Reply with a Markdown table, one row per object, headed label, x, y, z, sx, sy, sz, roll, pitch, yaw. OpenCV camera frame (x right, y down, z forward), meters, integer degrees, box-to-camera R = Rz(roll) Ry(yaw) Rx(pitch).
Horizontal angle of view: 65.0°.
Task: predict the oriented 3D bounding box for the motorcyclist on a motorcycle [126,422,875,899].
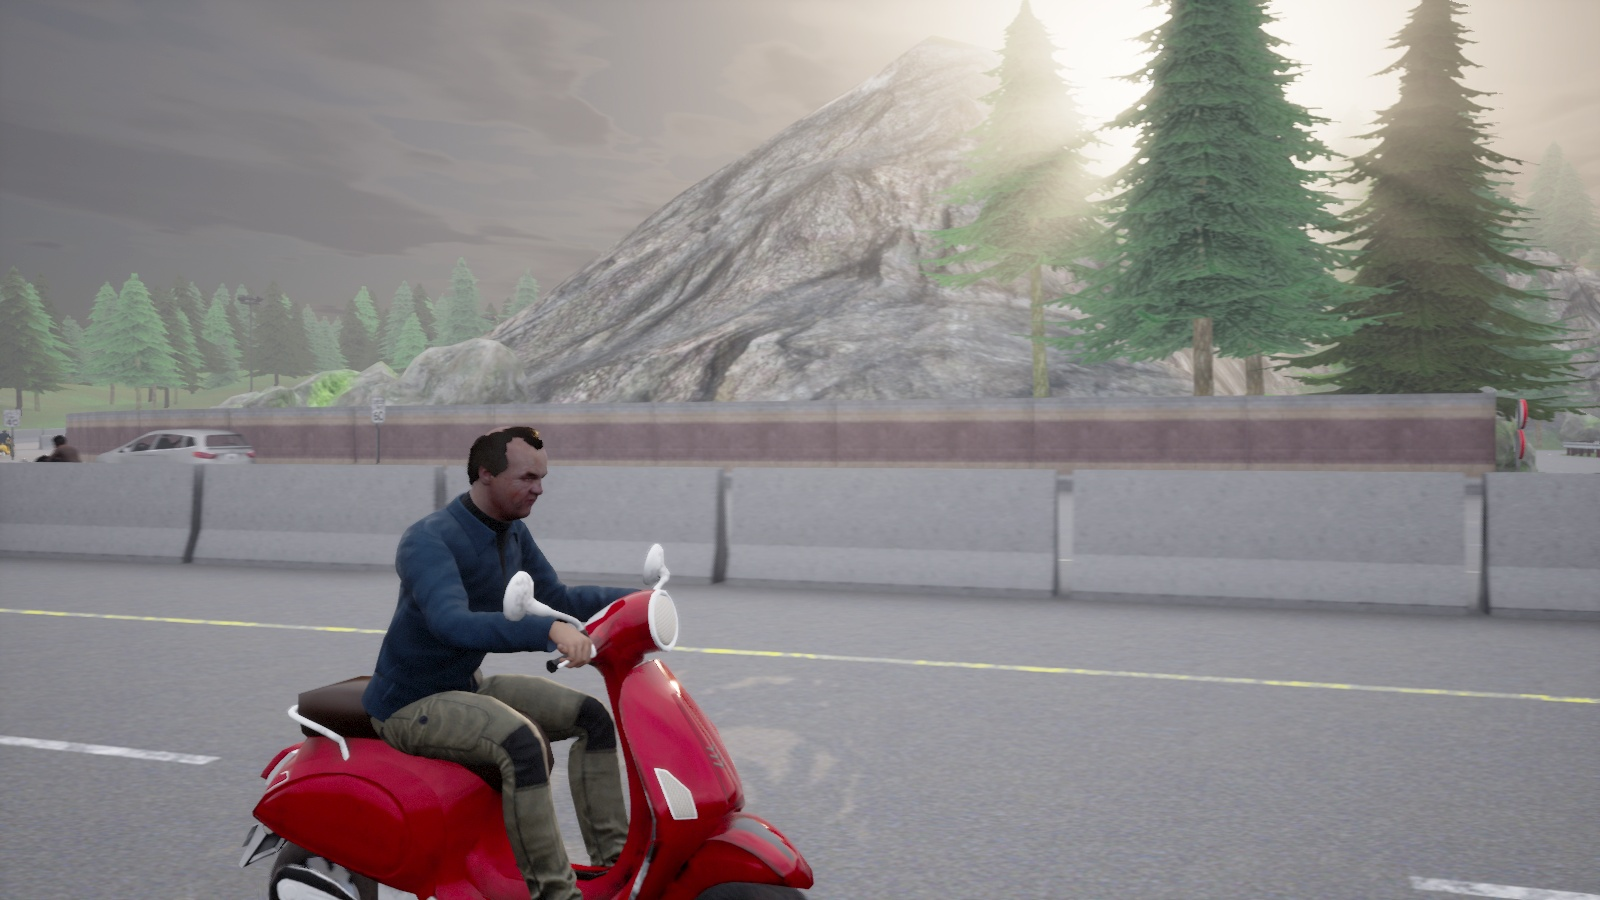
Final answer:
| label | x | y | z | sx | sy | sz | roll | pitch | yaw |
| --- | --- | --- | --- | --- | --- | --- | --- | --- | --- |
| motorcyclist on a motorcycle | -0.789 | 0.722 | 3.459 | 1.817 | 1.590 | 0.866 | 1 | 1 | 19 |

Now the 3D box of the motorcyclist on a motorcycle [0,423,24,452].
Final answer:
| label | x | y | z | sx | sy | sz | roll | pitch | yaw |
| --- | --- | --- | --- | --- | --- | --- | --- | --- | --- |
| motorcyclist on a motorcycle | -43.848 | -0.699 | 69.409 | 0.866 | 1.590 | 1.817 | 1 | 2 | -2 |

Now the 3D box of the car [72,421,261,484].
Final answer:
| label | x | y | z | sx | sy | sz | roll | pitch | yaw |
| --- | --- | --- | --- | --- | --- | --- | --- | --- | --- |
| car | -17.745 | 0.040 | 35.202 | 4.611 | 1.667 | 2.242 | 1 | 1 | 23 |
